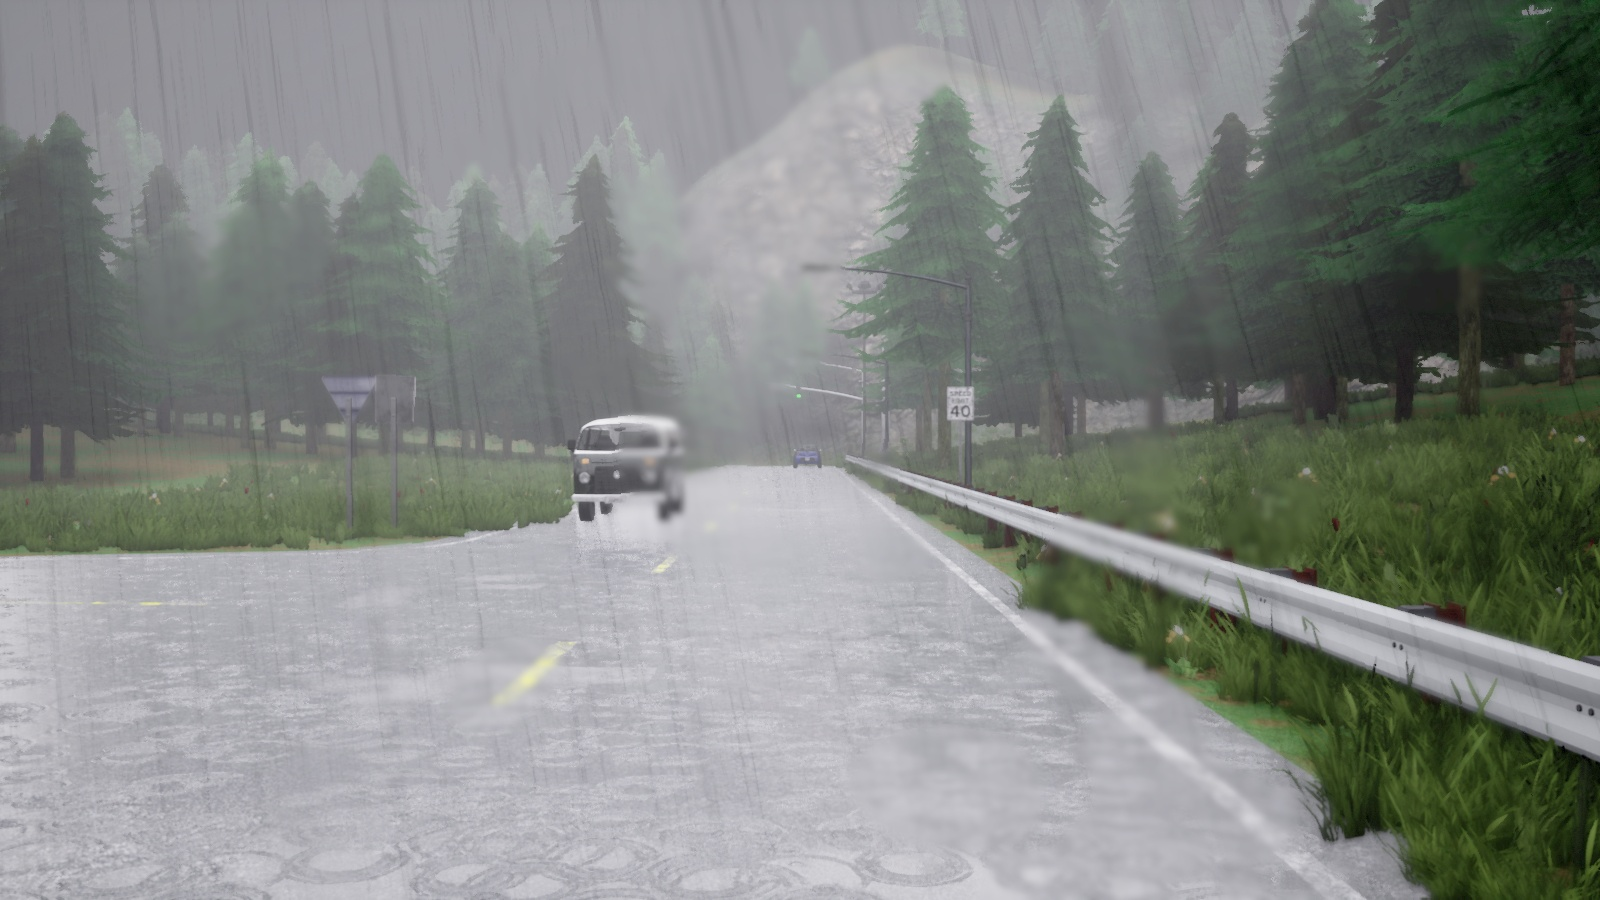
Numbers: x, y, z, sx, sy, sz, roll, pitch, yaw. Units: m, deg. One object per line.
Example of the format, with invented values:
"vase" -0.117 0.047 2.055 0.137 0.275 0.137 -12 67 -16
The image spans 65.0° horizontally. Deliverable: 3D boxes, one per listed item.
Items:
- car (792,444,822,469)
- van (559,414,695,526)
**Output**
"car" 0.485 0.391 78.471 1.816 1.474 4.193 0 0 1
"van" -3.341 0.349 25.120 2.069 2.038 4.480 0 0 0
